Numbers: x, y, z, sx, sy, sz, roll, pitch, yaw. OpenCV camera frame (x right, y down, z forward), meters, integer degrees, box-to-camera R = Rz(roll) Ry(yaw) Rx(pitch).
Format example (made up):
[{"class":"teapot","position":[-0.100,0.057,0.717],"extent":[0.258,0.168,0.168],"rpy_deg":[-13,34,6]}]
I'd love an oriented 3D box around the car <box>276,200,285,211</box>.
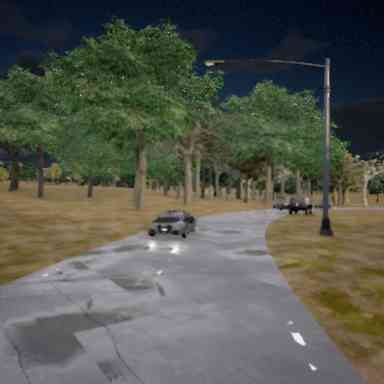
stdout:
[{"class":"car","position":[15.282,2.007,51.344],"extent":[2.097,1.767,4.553],"rpy_deg":[1,0,38]}]

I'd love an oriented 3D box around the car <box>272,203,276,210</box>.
[{"class":"car","position":[15.101,2.225,55.642],"extent":[2.033,1.411,5.357],"rpy_deg":[1,0,35]}]

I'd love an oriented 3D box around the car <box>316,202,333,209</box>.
[{"class":"car","position":[24.850,2.576,62.998],"extent":[4.718,1.301,1.895],"rpy_deg":[2,0,-45]}]

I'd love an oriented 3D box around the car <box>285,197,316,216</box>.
[{"class":"car","position":[13.359,1.607,40.799],"extent":[2.150,2.045,5.566],"rpy_deg":[1,0,27]}]

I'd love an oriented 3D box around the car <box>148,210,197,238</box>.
[{"class":"car","position":[-0.984,1.699,18.498],"extent":[1.994,1.385,4.181],"rpy_deg":[0,0,12]}]
